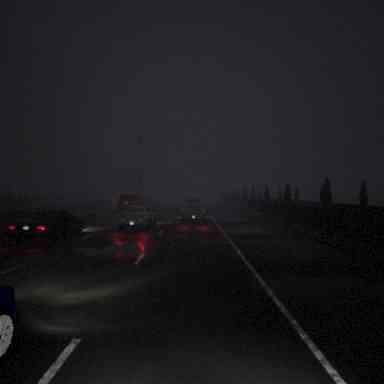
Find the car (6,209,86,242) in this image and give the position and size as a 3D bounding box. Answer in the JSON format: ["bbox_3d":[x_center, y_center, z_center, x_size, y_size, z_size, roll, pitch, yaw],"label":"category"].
[{"bbox_3d":[-6.899,1.544,16.344,2.033,1.411,5.357,0,0,0],"label":"car"}]

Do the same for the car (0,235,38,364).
[{"bbox_3d":[-3.400,1.477,2.729,1.882,1.535,5.008,0,0,0],"label":"car"}]

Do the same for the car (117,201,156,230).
[{"bbox_3d":[-3.399,1.521,21.060,1.812,1.442,4.674,0,0,0],"label":"car"}]

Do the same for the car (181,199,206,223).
[{"bbox_3d":[0.101,1.520,25.619,1.812,1.442,4.674,0,0,0],"label":"car"}]

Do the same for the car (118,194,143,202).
[{"bbox_3d":[-6.895,1.214,37.589,2.150,2.045,5.566,0,0,0],"label":"car"}]
